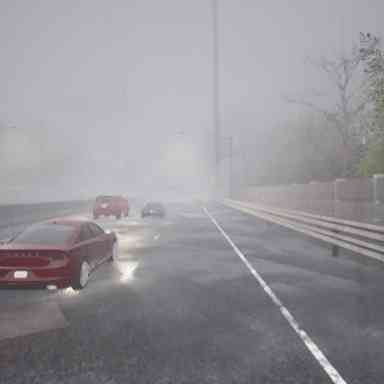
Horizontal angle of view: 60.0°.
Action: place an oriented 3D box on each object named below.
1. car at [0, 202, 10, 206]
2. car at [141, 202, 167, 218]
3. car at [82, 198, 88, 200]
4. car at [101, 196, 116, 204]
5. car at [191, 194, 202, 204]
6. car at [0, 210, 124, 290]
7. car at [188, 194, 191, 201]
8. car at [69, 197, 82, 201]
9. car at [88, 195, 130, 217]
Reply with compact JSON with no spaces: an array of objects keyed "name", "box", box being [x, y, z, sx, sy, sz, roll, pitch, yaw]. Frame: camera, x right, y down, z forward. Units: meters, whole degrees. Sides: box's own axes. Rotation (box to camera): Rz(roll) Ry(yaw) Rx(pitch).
[{"name":"car","box":[-17.605,1.596,29.593,2.033,1.411,5.357,0,0,0]},{"name":"car","box":[-3.411,1.613,30.301,1.994,1.385,4.181,0,0,0]},{"name":"car","box":[-21.014,1.678,70.044,1.994,1.385,4.181,0,0,0]},{"name":"car","box":[-17.514,1.625,70.045,1.837,1.490,4.892,0,0,0]},{"name":"car","box":[1.210,1.601,69.878,1.801,1.575,5.366,0,0,0]},{"name":"car","box":[-3.412,1.488,9.111,1.882,1.535,5.008,0,0,0]},{"name":"car","box":[-0.018,1.797,88.487,1.895,1.301,4.718,0,0,0]},{"name":"car","box":[-24.515,1.674,70.460,1.994,1.385,4.181,0,0,0]},{"name":"car","box":[-6.909,1.268,28.853,2.150,2.045,5.566,0,0,0]}]
